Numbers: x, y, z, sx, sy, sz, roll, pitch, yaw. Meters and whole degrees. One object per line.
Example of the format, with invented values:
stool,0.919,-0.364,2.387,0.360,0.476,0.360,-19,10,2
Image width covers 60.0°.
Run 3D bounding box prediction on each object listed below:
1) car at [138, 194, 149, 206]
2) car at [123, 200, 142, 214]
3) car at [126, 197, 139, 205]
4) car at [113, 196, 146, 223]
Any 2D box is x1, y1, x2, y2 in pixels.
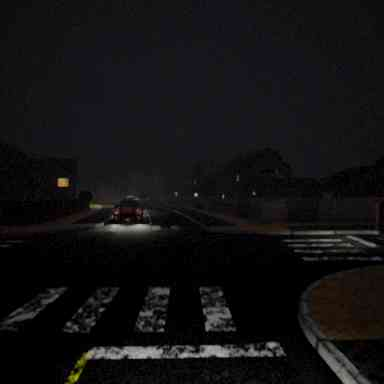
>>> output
car,-8.883,1.404,58.003,2.150,2.045,5.566,0,0,-17
car,-6.815,1.632,37.817,2.033,1.411,5.357,0,0,-11
car,-12.181,1.820,67.965,1.994,1.385,4.181,0,0,-20
car,-4.810,1.382,25.495,2.097,1.767,4.553,0,0,-8
